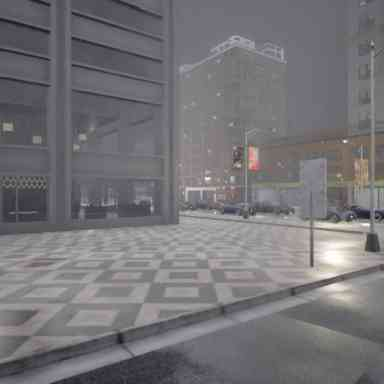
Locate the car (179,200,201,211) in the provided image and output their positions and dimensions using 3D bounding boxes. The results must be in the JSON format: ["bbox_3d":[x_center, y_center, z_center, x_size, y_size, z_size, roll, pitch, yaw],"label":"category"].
[{"bbox_3d":[-1.286,1.684,41.885,1.994,1.385,4.181,0,0,-35],"label":"car"}]

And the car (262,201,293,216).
[{"bbox_3d":[8.018,1.629,34.518,2.033,1.411,5.357,0,0,-36],"label":"car"}]

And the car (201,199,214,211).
[{"bbox_3d":[1.810,1.664,43.132,2.033,1.411,5.357,0,0,-36],"label":"car"}]

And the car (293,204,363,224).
[{"bbox_3d":[10.394,1.613,25.680,1.994,1.385,4.181,0,0,-36],"label":"car"}]

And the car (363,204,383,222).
[{"bbox_3d":[13.665,1.645,26.698,1.895,1.301,4.718,0,0,-36],"label":"car"}]

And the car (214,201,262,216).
[{"bbox_3d":[4.583,1.651,33.738,1.994,1.385,4.181,0,0,-36],"label":"car"}]
